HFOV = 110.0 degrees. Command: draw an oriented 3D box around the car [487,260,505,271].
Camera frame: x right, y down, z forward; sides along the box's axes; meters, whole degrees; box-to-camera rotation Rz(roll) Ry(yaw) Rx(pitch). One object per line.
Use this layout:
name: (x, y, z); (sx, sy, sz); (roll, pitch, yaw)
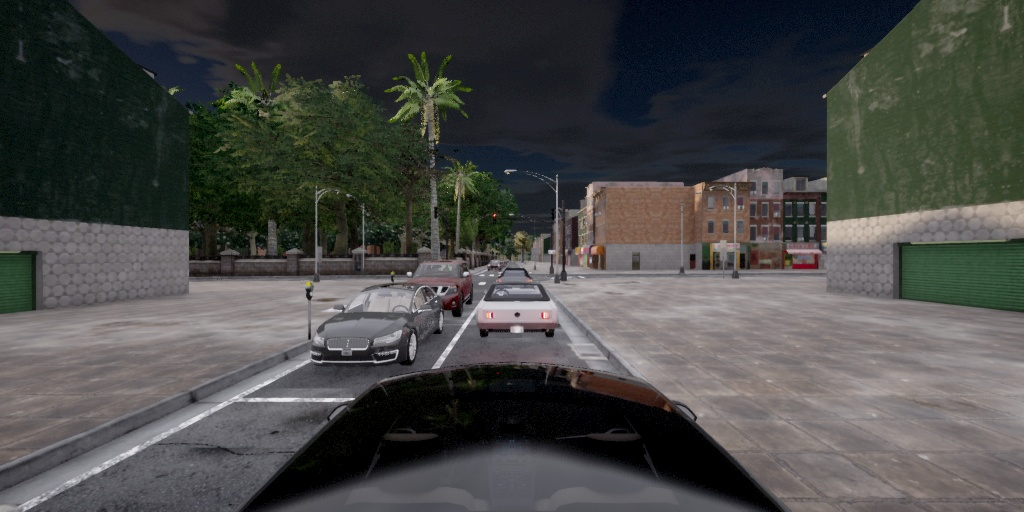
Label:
car: (-2.480, 1.292, 51.493); (1.967, 1.591, 4.097); (0, 0, 0)

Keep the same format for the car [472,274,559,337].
car: (0.126, 1.352, 10.224); (1.895, 1.301, 4.718); (0, 0, 0)

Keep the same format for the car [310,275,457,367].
car: (-2.619, 1.301, 7.883); (2.007, 1.370, 4.403); (0, 0, 0)

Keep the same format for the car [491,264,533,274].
car: (0.163, 1.324, 19.396); (1.994, 1.385, 4.181); (0, 0, 2)

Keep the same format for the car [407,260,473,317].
car: (-2.602, 1.068, 13.346); (2.192, 1.841, 5.009); (0, 0, 0)
